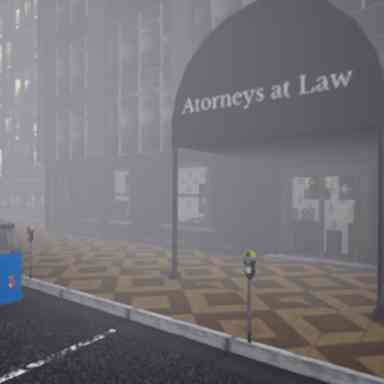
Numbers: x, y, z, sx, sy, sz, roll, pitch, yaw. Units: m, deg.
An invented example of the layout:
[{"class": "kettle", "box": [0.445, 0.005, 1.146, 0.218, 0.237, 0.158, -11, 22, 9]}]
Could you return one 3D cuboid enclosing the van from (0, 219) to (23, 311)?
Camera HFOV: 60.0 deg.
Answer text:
[{"class": "van", "box": [-4.926, 1.315, 6.386, 3.998, 1.788, 1.690, 0, 0, 35]}]
